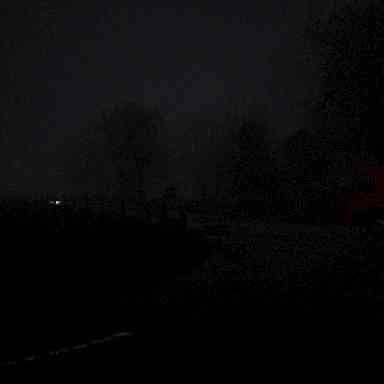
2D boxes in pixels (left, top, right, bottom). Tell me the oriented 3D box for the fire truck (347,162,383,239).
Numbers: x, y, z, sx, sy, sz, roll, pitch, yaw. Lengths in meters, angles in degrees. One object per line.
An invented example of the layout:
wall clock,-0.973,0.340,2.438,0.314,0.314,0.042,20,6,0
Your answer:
fire truck,10.975,0.248,13.578,2.891,3.827,8.468,0,1,-31

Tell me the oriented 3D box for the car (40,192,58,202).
car,-22.945,0.733,53.194,2.033,1.411,5.357,-1,1,-36
